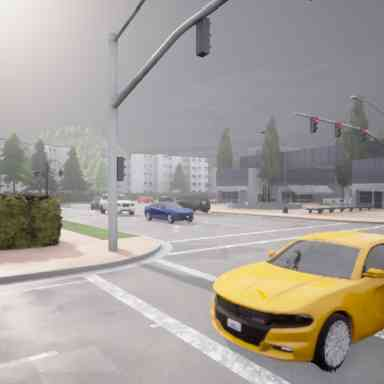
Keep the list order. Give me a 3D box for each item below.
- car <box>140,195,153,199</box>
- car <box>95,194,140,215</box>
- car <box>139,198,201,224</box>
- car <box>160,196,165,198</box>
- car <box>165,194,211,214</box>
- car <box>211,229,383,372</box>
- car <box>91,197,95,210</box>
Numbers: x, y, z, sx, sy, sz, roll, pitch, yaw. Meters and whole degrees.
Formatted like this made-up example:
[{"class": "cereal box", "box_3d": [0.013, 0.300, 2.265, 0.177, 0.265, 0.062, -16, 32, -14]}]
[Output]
[{"class": "car", "box_3d": [-9.312, 1.352, 68.117, 2.097, 1.767, 4.553, 0, 0, 15]}, {"class": "car", "box_3d": [-7.624, 1.221, 33.538, 2.150, 2.045, 5.566, 0, 0, -32]}, {"class": "car", "box_3d": [-1.815, 1.478, 25.359, 1.882, 1.535, 5.008, 0, 0, -37]}, {"class": "car", "box_3d": [-5.250, 1.477, 69.690, 1.882, 1.535, 5.008, 0, 0, 20]}, {"class": "car", "box_3d": [-0.289, 1.221, 35.197, 2.150, 2.045, 5.566, 0, 0, -34]}, {"class": "car", "box_3d": [2.588, 1.477, 5.840, 5.008, 1.535, 1.882, 0, 0, -36]}, {"class": "car", "box_3d": [-11.939, 1.352, 42.924, 2.097, 1.767, 4.553, 0, 0, -17]}]
